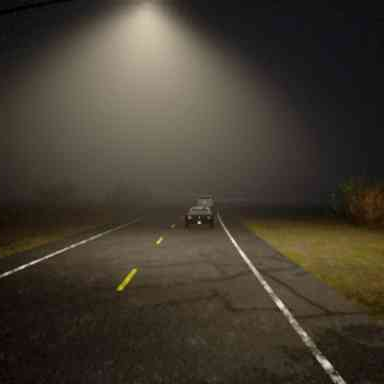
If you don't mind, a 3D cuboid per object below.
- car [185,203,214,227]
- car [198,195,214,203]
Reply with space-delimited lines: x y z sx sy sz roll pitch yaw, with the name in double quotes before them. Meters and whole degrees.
"car" 0.579 1.719 23.997 1.895 1.301 4.718 0 0 2
"car" 1.973 1.459 48.000 2.150 2.045 5.566 0 0 5
